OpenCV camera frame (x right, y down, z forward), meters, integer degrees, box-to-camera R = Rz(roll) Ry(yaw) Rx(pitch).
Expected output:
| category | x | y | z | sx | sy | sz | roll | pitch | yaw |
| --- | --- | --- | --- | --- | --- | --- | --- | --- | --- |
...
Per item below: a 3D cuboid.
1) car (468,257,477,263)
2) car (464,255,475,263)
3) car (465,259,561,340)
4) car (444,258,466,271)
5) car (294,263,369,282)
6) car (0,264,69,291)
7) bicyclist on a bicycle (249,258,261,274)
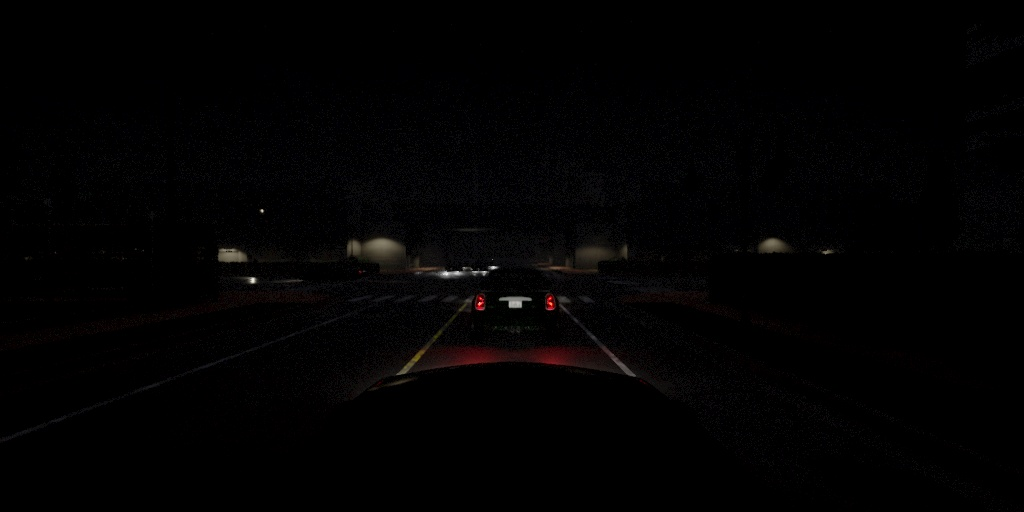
| category | x | y | z | sx | sy | sz | roll | pitch | yaw |
| --- | --- | --- | --- | --- | --- | --- | --- | --- | --- |
| car | -4.233 | 1.264 | 48.071 | 2.033 | 1.411 | 5.357 | 0 | 0 | 0 |
| car | -7.684 | 0.922 | 64.570 | 2.150 | 2.045 | 5.566 | 0 | 0 | 1 |
| car | 0.072 | 1.093 | 10.096 | 2.097 | 1.767 | 4.553 | 0 | 0 | 0 |
| car | -7.732 | 1.318 | 47.838 | 1.895 | 1.301 | 4.718 | 0 | 0 | 0 |
| car | -14.301 | 1.285 | 28.604 | 5.357 | 1.411 | 2.033 | 0 | 0 | 0 |
| car | -29.622 | 1.223 | 21.406 | 5.008 | 1.535 | 1.882 | 0 | 0 | 1 |
| bicyclist on a bicycle | -26.024 | 1.030 | 36.353 | 0.582 | 1.620 | 1.656 | 0 | 0 | 0 |
